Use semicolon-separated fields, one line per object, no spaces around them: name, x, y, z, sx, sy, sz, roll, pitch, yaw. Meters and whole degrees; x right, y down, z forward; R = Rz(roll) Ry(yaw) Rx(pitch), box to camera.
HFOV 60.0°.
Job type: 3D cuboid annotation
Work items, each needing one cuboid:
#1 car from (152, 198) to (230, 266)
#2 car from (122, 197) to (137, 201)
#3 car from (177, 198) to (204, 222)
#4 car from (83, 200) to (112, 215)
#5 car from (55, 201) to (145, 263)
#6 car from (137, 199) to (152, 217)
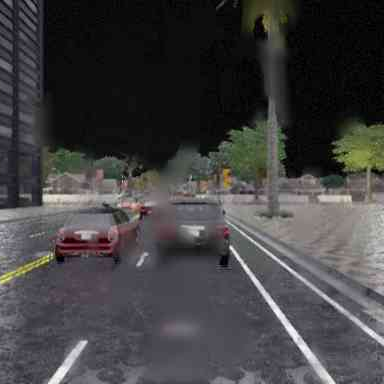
car;0.043;1.234;11.747;2.150;2.045;5.566;0;0;0
car;-6.985;1.416;37.049;2.097;1.767;4.553;0;0;-1
car;-0.134;1.394;27.605;2.097;1.767;4.553;0;0;-1
car;-10.220;1.628;36.311;1.994;1.385;4.181;0;0;-1
car;-3.214;1.369;12.208;2.097;1.767;4.553;0;0;0
car;-3.409;1.524;29.443;1.882;1.535;5.008;0;0;-1
